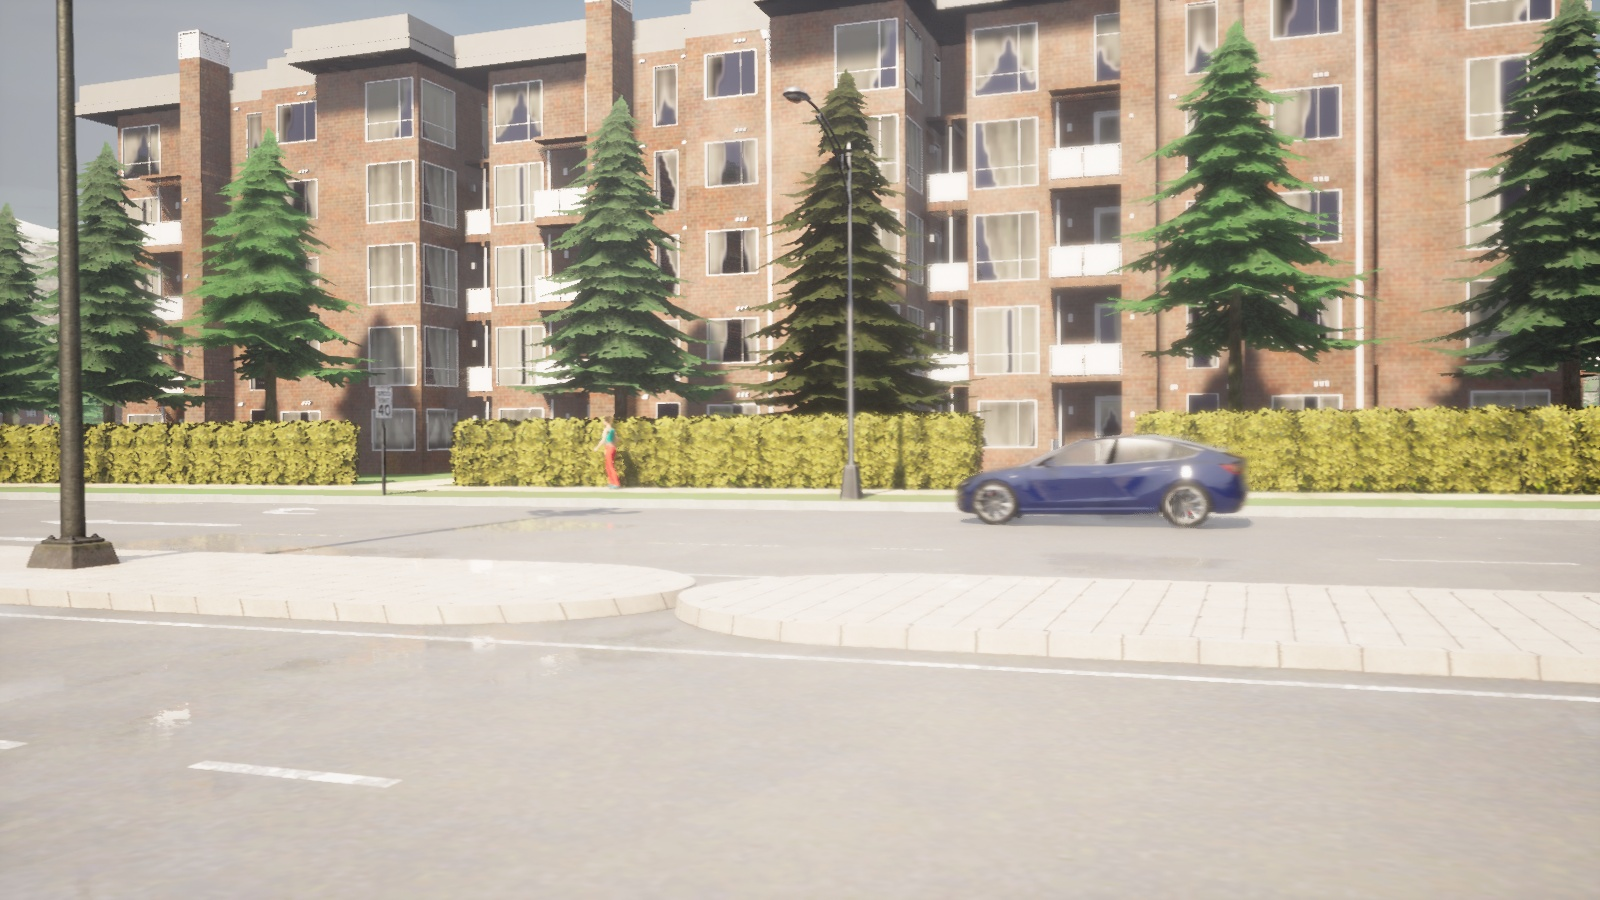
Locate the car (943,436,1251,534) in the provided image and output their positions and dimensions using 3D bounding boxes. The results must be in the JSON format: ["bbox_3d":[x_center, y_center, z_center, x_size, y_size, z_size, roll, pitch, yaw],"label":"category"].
[{"bbox_3d":[4.977,0.519,21.037,4.792,1.488,2.163,0,1,19],"label":"car"}]

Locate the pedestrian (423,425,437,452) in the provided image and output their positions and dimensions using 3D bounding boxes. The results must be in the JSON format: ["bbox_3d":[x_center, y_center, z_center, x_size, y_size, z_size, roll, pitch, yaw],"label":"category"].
[{"bbox_3d":[-26.495,-0.840,89.853,0.563,1.883,0.849,0,1,21],"label":"pedestrian"}]

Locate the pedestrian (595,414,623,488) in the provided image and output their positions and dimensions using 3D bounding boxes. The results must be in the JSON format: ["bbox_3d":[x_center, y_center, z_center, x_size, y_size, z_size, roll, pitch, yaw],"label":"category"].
[{"bbox_3d":[-4.748,0.014,31.269,0.594,1.836,0.345,0,1,19],"label":"pedestrian"}]
